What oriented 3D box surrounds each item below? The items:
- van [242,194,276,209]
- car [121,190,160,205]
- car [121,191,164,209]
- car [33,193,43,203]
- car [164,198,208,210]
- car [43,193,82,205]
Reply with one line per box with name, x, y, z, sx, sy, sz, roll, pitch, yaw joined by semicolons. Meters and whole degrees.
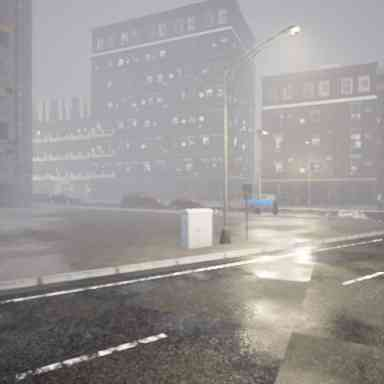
van;8.224;1.106;40.274;3.998;1.788;1.690;1;-1;23
car;-7.283;0.768;46.978;5.009;1.841;2.192;1;-1;23
car;-5.533;0.885;37.092;5.009;1.841;2.192;1;-1;23
car;-20.394;0.785;46.386;5.357;1.411;2.033;1;1;24
car;-0.370;1.256;34.855;4.206;1.307;1.802;1;-1;23
car;-15.882;0.903;41.562;4.507;1.381;1.887;1;-1;23
